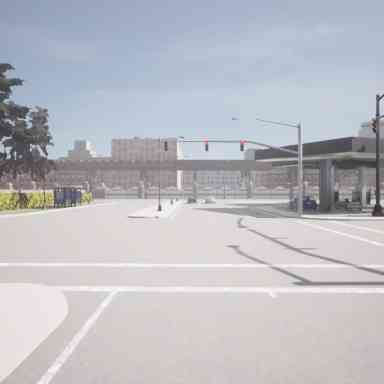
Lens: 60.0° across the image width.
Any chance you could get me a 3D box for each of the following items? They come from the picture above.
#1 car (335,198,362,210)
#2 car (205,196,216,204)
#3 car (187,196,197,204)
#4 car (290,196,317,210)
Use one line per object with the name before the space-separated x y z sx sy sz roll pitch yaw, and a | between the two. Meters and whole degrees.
car | 18.994 1.456 40.524 1.970 1.475 3.806 0 0 0
car | 3.561 1.526 64.451 1.812 1.442 4.674 0 0 0
car | 0.061 1.547 64.454 2.033 1.411 5.357 0 0 0
car | 13.248 1.295 39.767 2.242 1.667 4.611 0 0 0
